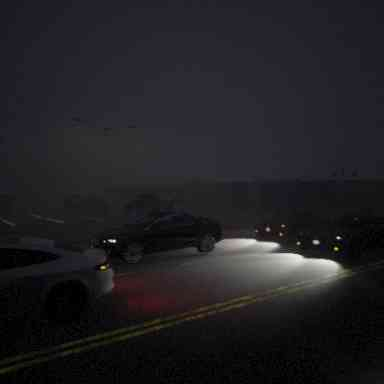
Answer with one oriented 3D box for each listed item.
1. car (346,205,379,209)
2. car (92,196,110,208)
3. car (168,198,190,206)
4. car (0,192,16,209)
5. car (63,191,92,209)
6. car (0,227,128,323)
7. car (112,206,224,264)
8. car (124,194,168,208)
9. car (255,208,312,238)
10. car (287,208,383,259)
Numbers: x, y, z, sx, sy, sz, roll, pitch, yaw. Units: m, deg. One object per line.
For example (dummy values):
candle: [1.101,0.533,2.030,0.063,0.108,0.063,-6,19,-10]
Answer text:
car: [9.807,1.450,19.437,4.181,1.385,1.994,0,0,-35]
car: [-12.275,1.269,43.431,1.784,1.438,3.905,0,0,-37]
car: [-1.771,1.301,29.475,1.970,1.475,3.806,0,0,-37]
car: [-28.114,1.108,50.453,1.932,1.855,4.605,0,0,-37]
car: [-14.631,1.076,41.742,1.932,1.855,4.605,0,0,-37]
car: [-3.676,1.524,5.644,4.674,1.442,1.812,0,0,-35]
car: [-1.110,1.455,11.762,4.902,1.511,2.128,-1,0,-35]
car: [-4.094,1.078,27.745,1.905,1.878,3.866,0,0,-37]
car: [5.020,1.487,16.030,4.181,1.385,1.994,0,0,-35]
car: [5.795,1.494,12.350,4.181,1.385,1.994,0,0,-35]
